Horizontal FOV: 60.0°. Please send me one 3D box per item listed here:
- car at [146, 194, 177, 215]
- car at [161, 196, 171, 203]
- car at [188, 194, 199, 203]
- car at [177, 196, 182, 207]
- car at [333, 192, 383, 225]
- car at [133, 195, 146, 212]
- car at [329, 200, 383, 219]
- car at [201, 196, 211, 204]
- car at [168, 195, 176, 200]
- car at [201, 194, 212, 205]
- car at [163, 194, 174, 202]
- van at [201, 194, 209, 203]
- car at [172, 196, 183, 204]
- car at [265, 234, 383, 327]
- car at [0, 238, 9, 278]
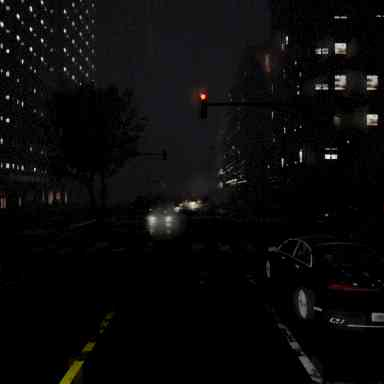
[{"bbox_3d":[-3.048,1.237,34.136,2.150,2.045,5.566,0,0,0],"label":"car"},{"bbox_3d":[-5.581,1.627,72.468,1.947,1.339,4.313,0,0,0],"label":"car"},{"bbox_3d":[0.104,1.581,69.058,1.812,1.442,4.674,0,0,0],"label":"car"},{"bbox_3d":[-3.015,1.383,50.839,2.097,1.767,4.553,0,0,0],"label":"car"},{"bbox_3d":[11.982,1.038,20.408,5.566,2.045,2.150,-1,0,0],"label":"car"},{"bbox_3d":[-5.632,1.336,39.330,2.192,1.841,5.009,0,0,0],"label":"car"},{"bbox_3d":[13.466,1.350,26.318,4.403,1.369,2.008,-1,1,0],"label":"car"},{"bbox_3d":[2.792,1.578,67.101,1.752,1.417,4.829,0,0,0],"label":"car"},{"bbox_3d":[-5.548,1.654,94.558,2.008,1.369,4.403,0,0,0],"label":"car"},{"bbox_3d":[2.783,1.610,61.408,1.947,1.339,4.313,0,0,0],"label":"car"},{"bbox_3d":[-5.573,1.386,77.990,2.192,1.841,5.009,0,0,0],"label":"car"},{"bbox_3d":[2.799,1.402,72.455,1.690,1.788,3.998,0,0,0],"label":"van"},{"bbox_3d":[-2.924,1.529,66.707,1.882,1.535,5.008,0,0,1],"label":"car"},{"bbox_3d":[2.700,1.551,6.929,2.008,1.369,4.403,0,0,0],"label":"car"},{"bbox_3d":[-5.680,1.545,6.942,1.887,1.381,4.507,0,0,0],"label":"car"}]
